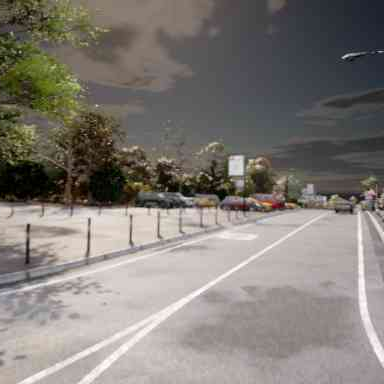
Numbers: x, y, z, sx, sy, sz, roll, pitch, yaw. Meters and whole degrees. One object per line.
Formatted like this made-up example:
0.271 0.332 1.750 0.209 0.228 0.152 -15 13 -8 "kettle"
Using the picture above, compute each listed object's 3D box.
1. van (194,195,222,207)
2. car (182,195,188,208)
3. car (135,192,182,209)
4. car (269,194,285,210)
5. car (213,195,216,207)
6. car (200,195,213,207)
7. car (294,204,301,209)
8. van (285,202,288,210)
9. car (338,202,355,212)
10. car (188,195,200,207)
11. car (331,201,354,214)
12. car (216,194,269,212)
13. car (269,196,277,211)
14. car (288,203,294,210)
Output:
2.734 1.543 57.484 4.442 1.987 1.878 1 -2 26 "van"
-3.540 1.329 45.006 4.892 1.521 2.231 1 -1 26 "car"
-4.685 1.014 42.602 5.566 2.045 2.435 1 -1 26 "car"
7.945 1.282 40.642 5.566 2.045 2.435 1 -1 26 "car"
1.221 1.659 55.108 5.366 1.575 1.946 1 -2 26 "car"
0.043 1.567 52.723 5.366 1.575 1.946 1 -1 26 "car"
13.498 1.922 51.431 5.366 1.575 1.946 1 -2 26 "car"
10.600 1.489 46.234 4.442 1.987 1.878 1 -1 26 "van"
23.141 2.206 49.758 2.033 1.411 5.357 1 0 27 "car"
-2.289 1.147 47.510 5.566 2.045 2.435 1 -1 26 "car"
18.482 1.829 40.445 2.128 1.511 4.902 1 -1 27 "car"
5.329 1.267 35.293 4.553 1.767 2.185 1 -1 26 "car"
6.681 1.464 38.006 5.008 1.535 2.097 1 -1 26 "car"
12.018 1.689 48.916 4.553 1.767 2.185 1 -2 26 "car"
